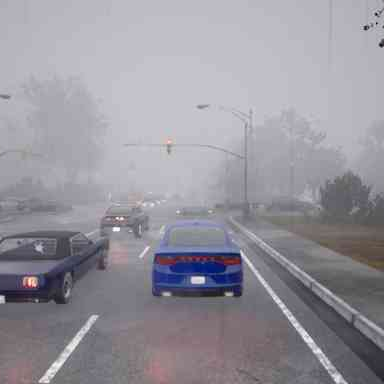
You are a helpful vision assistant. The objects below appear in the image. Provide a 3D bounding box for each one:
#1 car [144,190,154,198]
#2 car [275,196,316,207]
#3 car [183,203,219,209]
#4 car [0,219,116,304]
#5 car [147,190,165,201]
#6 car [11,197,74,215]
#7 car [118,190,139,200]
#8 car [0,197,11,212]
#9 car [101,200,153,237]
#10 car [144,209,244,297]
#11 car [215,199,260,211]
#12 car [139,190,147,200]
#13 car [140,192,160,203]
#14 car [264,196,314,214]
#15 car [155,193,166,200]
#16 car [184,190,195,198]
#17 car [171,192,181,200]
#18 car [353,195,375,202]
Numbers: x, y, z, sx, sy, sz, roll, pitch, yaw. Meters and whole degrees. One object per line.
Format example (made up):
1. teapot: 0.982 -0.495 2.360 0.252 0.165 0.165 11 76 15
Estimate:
1. car: -10.806 0.445 84.255 2.150 2.045 5.566 0 1 -3
2. car: 13.283 1.200 42.801 4.674 1.442 1.812 0 1 -3
3. car: 0.123 1.459 17.549 1.994 1.385 4.181 0 0 0
4. car: -3.388 1.573 8.020 1.895 1.301 4.718 0 0 0
5. car: -6.976 0.956 64.295 1.882 1.535 5.008 0 1 0
6. car: -13.409 1.273 30.611 4.902 1.511 2.128 0 1 -3
7. car: -10.545 0.930 53.876 2.097 1.767 4.553 0 0 1
8. car: -17.821 1.278 33.880 4.674 1.442 1.812 0 0 -3
9. car: -3.376 1.402 17.272 1.837 1.490 4.892 0 0 0
10. car: 0.113 1.446 8.567 1.882 1.535 5.008 0 0 0
11. car: 4.701 1.342 35.118 4.718 1.301 1.895 0 1 -3
12. car: -10.474 0.709 63.460 2.150 2.045 5.566 0 1 0
13. car: -7.016 1.127 55.487 1.994 1.385 4.181 0 1 0
14. car: 9.334 1.122 31.866 4.553 1.767 2.097 0 1 -3
15. car: -6.997 0.957 74.320 1.895 1.301 4.718 0 1 -1
16. car: -0.354 0.419 85.440 2.150 2.045 5.566 0 1 -4
17. car: -3.350 0.963 69.942 2.033 1.411 5.357 0 1 0
18. car: 22.471 1.175 43.309 4.892 1.490 1.837 0 1 -3
